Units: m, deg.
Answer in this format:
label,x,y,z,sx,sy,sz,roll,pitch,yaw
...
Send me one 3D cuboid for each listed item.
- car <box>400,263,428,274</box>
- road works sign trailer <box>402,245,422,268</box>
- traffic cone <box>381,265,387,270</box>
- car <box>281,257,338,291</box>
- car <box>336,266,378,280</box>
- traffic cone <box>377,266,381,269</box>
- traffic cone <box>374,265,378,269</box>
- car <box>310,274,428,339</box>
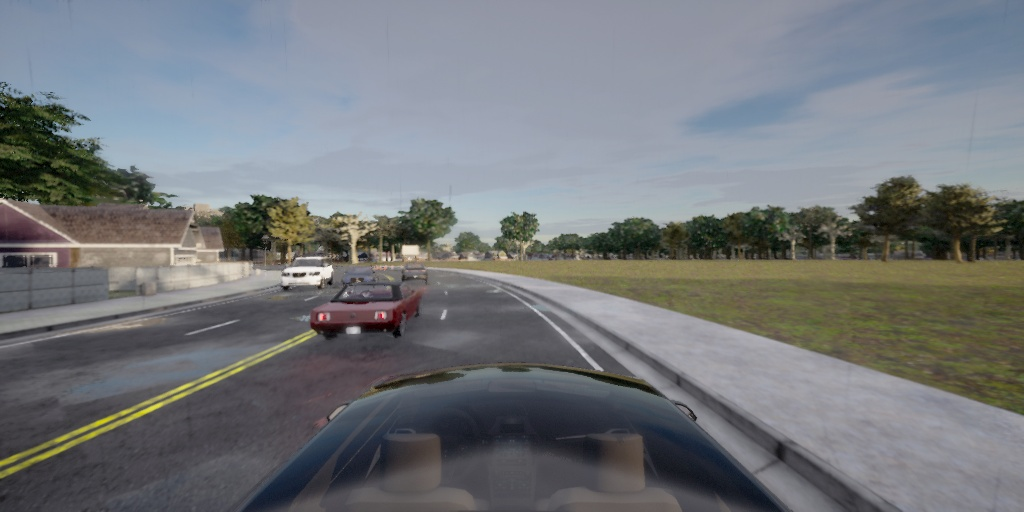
label,x,y,z,sx,sy,sz,roll,pitch,yaw
car,-7.546,1.268,27.630,2.128,1.511,4.902,-1,0,-18
road works sign trailer,-13.969,0.246,49.290,2.380,3.560,2.880,0,0,-36
traffic cone,-19.197,1.787,54.137,0.340,0.580,0.340,0,0,-36
car,-13.220,1.065,23.528,2.150,2.045,5.566,-1,0,-17
car,-9.935,1.374,23.648,1.994,1.385,4.181,-1,0,-16
traffic cone,-20.369,1.797,55.758,0.340,0.580,0.340,0,0,-36
traffic cone,-21.541,1.807,57.379,0.340,0.580,0.340,0,0,-36
car,-3.755,1.372,10.199,1.895,1.301,4.718,0,0,-6
